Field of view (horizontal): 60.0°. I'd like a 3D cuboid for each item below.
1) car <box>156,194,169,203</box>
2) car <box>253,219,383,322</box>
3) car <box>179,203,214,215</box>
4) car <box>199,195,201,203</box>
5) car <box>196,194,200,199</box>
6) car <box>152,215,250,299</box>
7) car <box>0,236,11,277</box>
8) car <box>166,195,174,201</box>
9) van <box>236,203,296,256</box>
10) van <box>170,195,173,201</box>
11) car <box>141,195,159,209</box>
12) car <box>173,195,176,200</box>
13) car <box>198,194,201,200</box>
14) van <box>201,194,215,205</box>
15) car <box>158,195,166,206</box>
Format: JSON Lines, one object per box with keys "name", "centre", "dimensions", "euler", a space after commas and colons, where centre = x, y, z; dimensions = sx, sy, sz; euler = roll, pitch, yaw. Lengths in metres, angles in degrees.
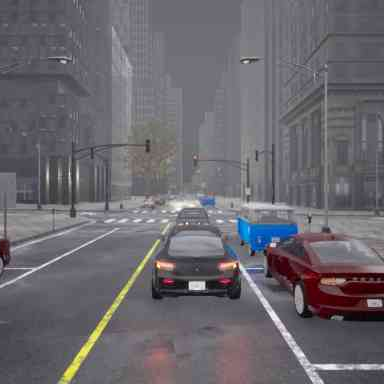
{"name": "car", "centre": [-5.958, 1.352, 61.208], "dimensions": [2.192, 1.841, 5.009], "euler": [0, 0, 0]}
{"name": "car", "centre": [2.755, 1.546, 7.254], "dimensions": [1.887, 1.381, 4.507], "euler": [0, 0, 0]}
{"name": "car", "centre": [0.043, 1.551, 17.895], "dimensions": [2.033, 1.411, 5.357], "euler": [0, 0, 0]}
{"name": "car", "centre": [2.582, 1.598, 56.177], "dimensions": [1.947, 1.339, 4.313], "euler": [0, 0, 0]}
{"name": "car", "centre": [2.530, 1.602, 72.417], "dimensions": [2.008, 1.369, 4.403], "euler": [0, 0, 0]}
{"name": "car", "centre": [0.081, 1.527, 8.306], "dimensions": [1.812, 1.442, 4.674], "euler": [0, 0, 0]}
{"name": "car", "centre": [-5.800, 1.546, 7.245], "dimensions": [1.887, 1.381, 4.507], "euler": [0, 0, 0]}
{"name": "car", "centre": [-6.062, 1.607, 92.771], "dimensions": [1.752, 1.417, 4.829], "euler": [0, 0, 0]}
{"name": "van", "centre": [2.739, 1.343, 12.780], "dimensions": [1.690, 1.788, 3.998], "euler": [0, 0, 0]}
{"name": "van", "centre": [-6.010, 1.399, 77.074], "dimensions": [1.690, 1.788, 3.998], "euler": [0, 0, 0]}
{"name": "car", "centre": [-5.913, 1.547, 45.168], "dimensions": [1.752, 1.417, 4.829], "euler": [0, 0, 0]}
{"name": "car", "centre": [-6.045, 1.640, 87.651], "dimensions": [1.947, 1.339, 4.313], "euler": [0, 0, 0]}
{"name": "car", "centre": [2.565, 1.582, 61.590], "dimensions": [1.887, 1.381, 4.507], "euler": [0, 0, 0]}
{"name": "van", "centre": [2.601, 1.367, 50.764], "dimensions": [1.690, 1.788, 3.998], "euler": [0, 0, 0]}
{"name": "car", "centre": [-5.942, 1.576, 55.918], "dimensions": [1.887, 1.381, 4.507], "euler": [0, 0, 0]}
